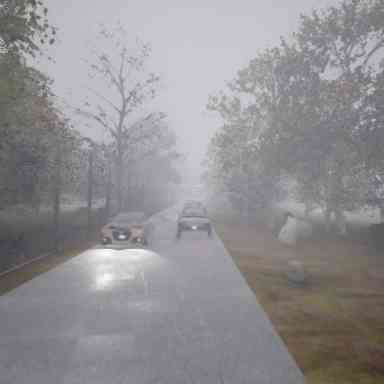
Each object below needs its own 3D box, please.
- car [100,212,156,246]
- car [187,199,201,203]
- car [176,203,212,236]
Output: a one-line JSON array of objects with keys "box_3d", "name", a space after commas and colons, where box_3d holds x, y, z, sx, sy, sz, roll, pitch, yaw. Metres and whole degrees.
[{"box_3d": [-2.836, 1.631, 15.448, 1.994, 1.385, 4.181, 0, 0, 0], "name": "car"}, {"box_3d": [0.190, 1.609, 37.732, 2.097, 1.767, 4.553, 0, 0, 0], "name": "car"}, {"box_3d": [0.124, 1.600, 19.242, 2.128, 1.511, 4.902, 0, -1, 0], "name": "car"}]
